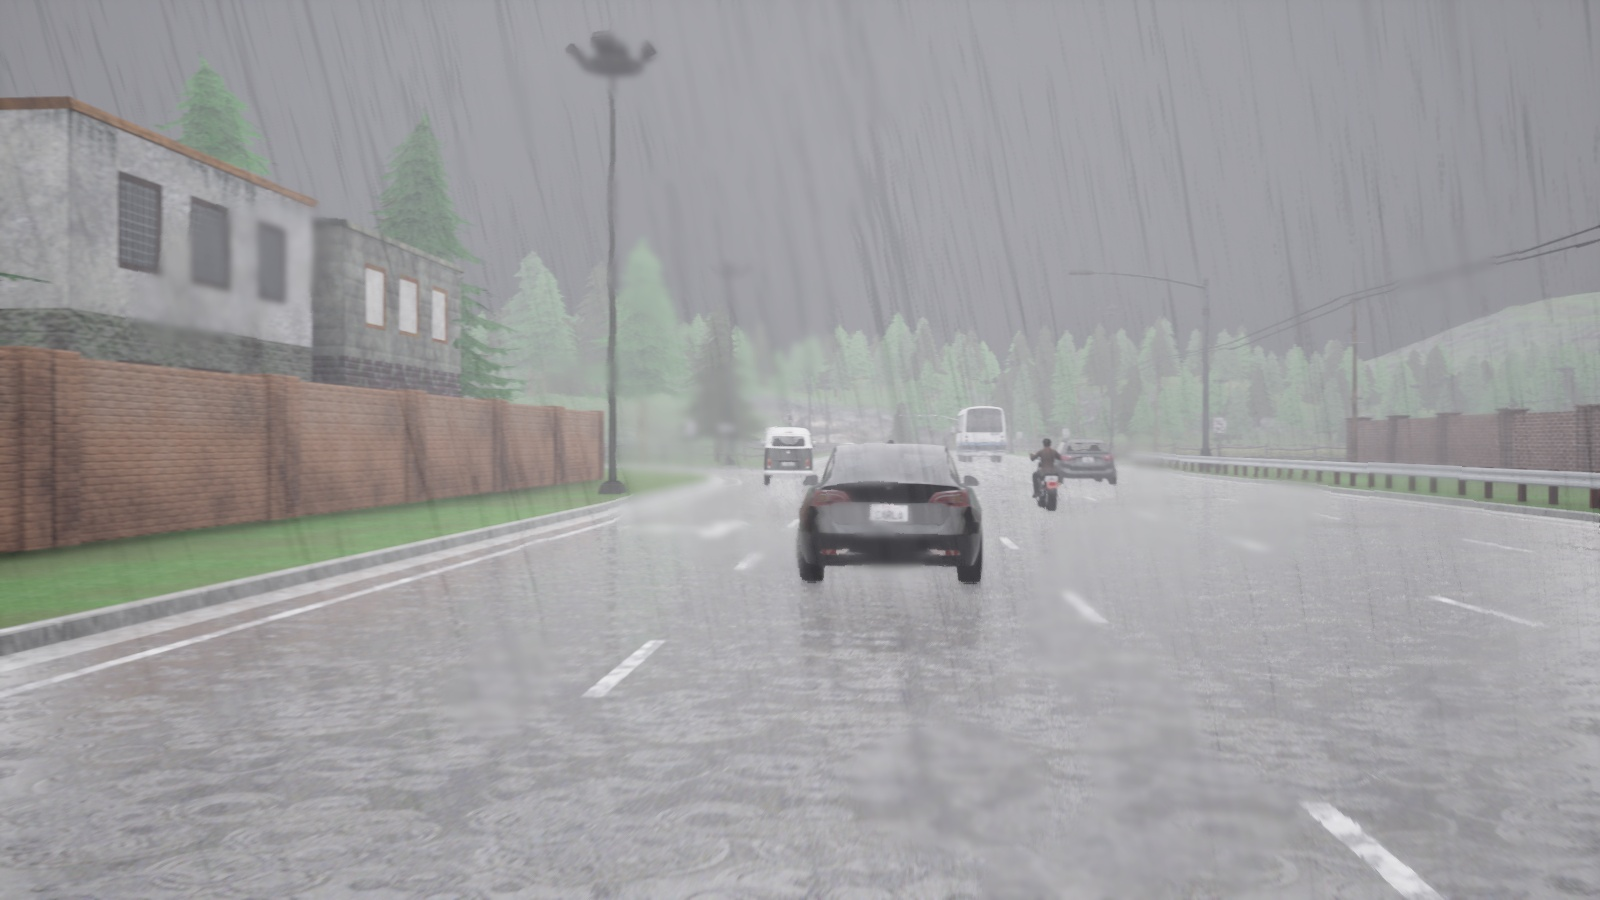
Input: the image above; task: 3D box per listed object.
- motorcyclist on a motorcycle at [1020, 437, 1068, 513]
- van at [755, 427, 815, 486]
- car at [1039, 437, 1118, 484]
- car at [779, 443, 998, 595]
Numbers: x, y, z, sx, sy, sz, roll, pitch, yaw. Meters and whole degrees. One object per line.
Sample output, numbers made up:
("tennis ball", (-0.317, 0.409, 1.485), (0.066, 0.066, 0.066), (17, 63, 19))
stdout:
("motorcyclist on a motorcycle", (5.503, 0.546, 28.431), (0.766, 1.649, 2.350), (0, 0, 4))
("van", (-0.535, 0.211, 45.917), (2.069, 2.038, 4.480), (1, 0, -1))
("car", (10.306, 0.344, 46.817), (2.242, 1.667, 4.611), (0, 0, 4))
("car", (1.037, 0.665, 14.825), (2.163, 1.488, 4.792), (0, 0, 4))
